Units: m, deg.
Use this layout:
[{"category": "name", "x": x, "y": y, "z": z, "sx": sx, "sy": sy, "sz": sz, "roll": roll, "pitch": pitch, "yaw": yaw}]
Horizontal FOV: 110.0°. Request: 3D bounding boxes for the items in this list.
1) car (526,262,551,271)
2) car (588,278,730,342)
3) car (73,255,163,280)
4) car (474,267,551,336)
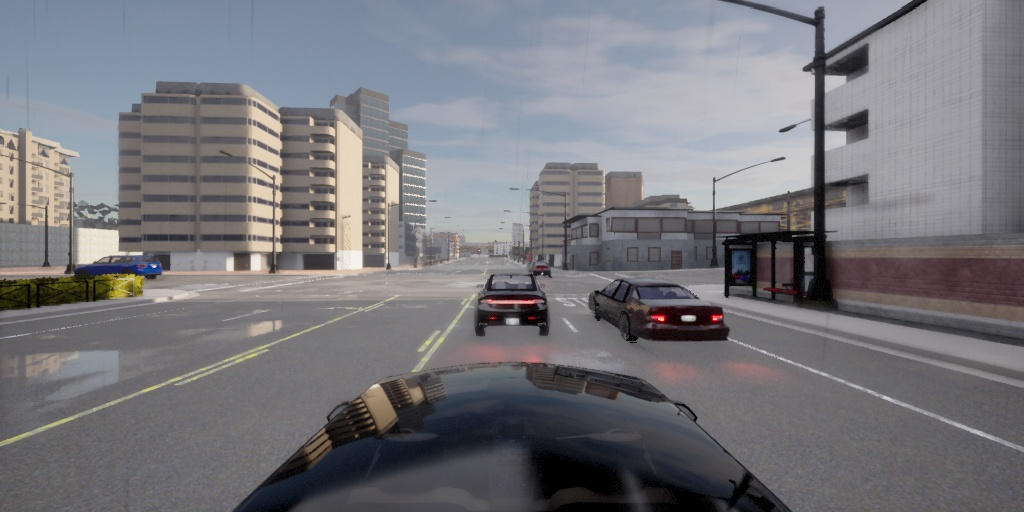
[{"category": "car", "x": 2.521, "y": 1.290, "z": 33.988, "sx": 1.837, "sy": 1.490, "sz": 4.892, "roll": 0, "pitch": 0, "yaw": -3}, {"category": "car", "x": 3.497, "y": 1.297, "z": 9.695, "sx": 2.033, "sy": 1.411, "sz": 5.357, "roll": 0, "pitch": 0, "yaw": -1}, {"category": "car", "x": -32.012, "y": 0.970, "z": 29.274, "sx": 5.566, "sy": 2.045, "sz": 2.150, "roll": 0, "pitch": 0, "yaw": -3}, {"category": "car", "x": -0.020, "y": 1.242, "z": 10.379, "sx": 2.128, "sy": 1.511, "sz": 4.902, "roll": 0, "pitch": 0, "yaw": -1}]
